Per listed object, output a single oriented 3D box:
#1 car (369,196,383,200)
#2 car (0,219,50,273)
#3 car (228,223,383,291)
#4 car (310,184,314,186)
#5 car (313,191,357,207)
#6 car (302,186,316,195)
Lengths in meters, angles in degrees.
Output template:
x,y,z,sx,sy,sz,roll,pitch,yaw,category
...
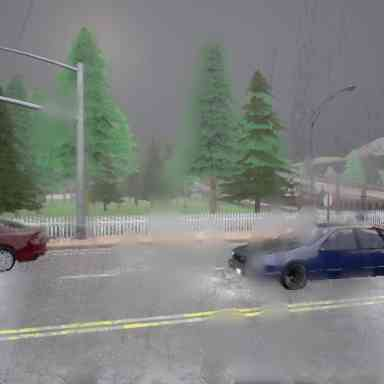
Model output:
x,y,z,sx,sy,sz,roll,pitch,yaw,category
26.597,1.305,46.603,1.882,1.535,5.008,0,2,-16,car
-6.891,1.478,9.741,5.008,1.535,1.882,0,0,-14,car
3.732,1.547,8.788,5.357,1.411,2.033,0,0,-14,car
25.944,-1.240,75.398,2.128,1.511,4.902,0,7,-16,car
19.638,1.014,45.465,2.150,2.045,5.566,0,3,-16,car
22.177,0.177,62.680,1.994,1.385,4.181,0,6,-15,car
